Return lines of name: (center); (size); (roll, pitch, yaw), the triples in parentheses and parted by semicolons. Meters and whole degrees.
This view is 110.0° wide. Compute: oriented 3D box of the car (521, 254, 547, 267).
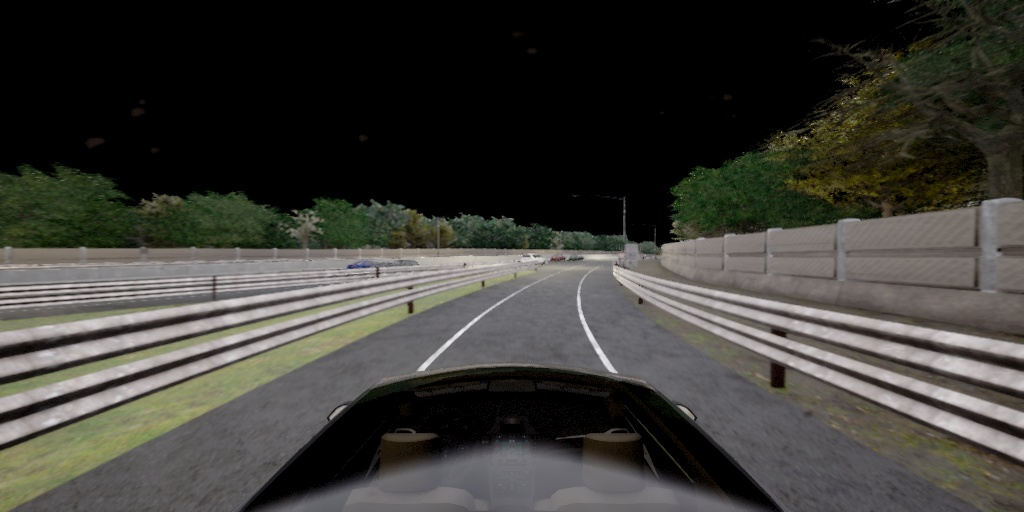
car: (3.545, 0.630, 58.193); (2.150, 2.045, 5.566); (1, 1, 34)

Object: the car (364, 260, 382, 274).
car: (-13.496, 1.358, 39.251); (1.994, 1.385, 4.181); (1, 1, 34)

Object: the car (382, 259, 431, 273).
car: (-10.616, 1.173, 37.258); (2.097, 1.767, 4.553); (1, 1, 34)

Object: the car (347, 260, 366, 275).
car: (-16.391, 1.244, 41.216); (1.882, 1.535, 5.008); (1, 1, 34)
